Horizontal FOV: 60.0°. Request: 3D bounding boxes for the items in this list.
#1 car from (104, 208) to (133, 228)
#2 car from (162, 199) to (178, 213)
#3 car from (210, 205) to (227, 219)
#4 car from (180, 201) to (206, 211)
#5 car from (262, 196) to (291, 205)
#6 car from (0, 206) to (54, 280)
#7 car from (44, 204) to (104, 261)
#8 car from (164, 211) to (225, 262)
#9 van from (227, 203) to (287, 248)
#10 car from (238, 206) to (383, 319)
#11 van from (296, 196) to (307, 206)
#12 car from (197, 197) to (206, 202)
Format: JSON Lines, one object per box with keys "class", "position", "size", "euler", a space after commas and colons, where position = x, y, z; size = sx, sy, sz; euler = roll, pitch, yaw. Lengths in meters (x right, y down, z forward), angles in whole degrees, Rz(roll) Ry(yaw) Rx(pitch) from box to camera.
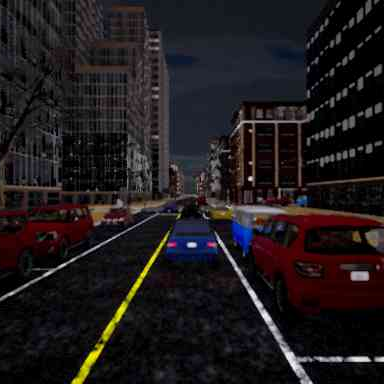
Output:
{"class": "car", "position": [-5.326, 1.815, 24.134], "size": [1.802, 1.307, 4.206], "euler": [0, -1, 0]}
{"class": "car", "position": [-2.775, 1.968, 43.536], "size": [2.033, 1.411, 5.357], "euler": [0, -1, 0]}
{"class": "car", "position": [2.552, 1.813, 29.866], "size": [1.752, 1.417, 4.829], "euler": [0, -1, 0]}
{"class": "car", "position": [0.007, 1.782, 28.516], "size": [1.837, 1.490, 4.892], "euler": [0, 0, 0]}
{"class": "car", "position": [15.290, 1.674, 60.065], "size": [5.009, 1.841, 2.192], "euler": [-1, 0, -1]}
{"class": "car", "position": [-5.320, 1.388, 7.461], "size": [2.192, 1.841, 5.009], "euler": [0, -1, 0]}
{"class": "car", "position": [-5.322, 1.441, 13.019], "size": [2.192, 1.841, 5.009], "euler": [0, -1, 0]}
{"class": "car", "position": [0.003, 1.669, 12.534], "size": [2.033, 1.411, 5.357], "euler": [0, -1, 0]}
{"class": "van", "position": [2.559, 1.467, 13.022], "size": [1.690, 1.788, 3.998], "euler": [0, -1, 0]}
{"class": "car", "position": [2.560, 1.388, 7.464], "size": [2.192, 1.841, 5.009], "euler": [0, -1, 0]}
{"class": "van", "position": [20.946, 1.630, 60.127], "size": [3.998, 1.788, 1.690], "euler": [-1, 0, -1]}
{"class": "car", "position": [2.531, 2.134, 84.512], "size": [2.192, 1.841, 5.009], "euler": [0, -1, 0]}
